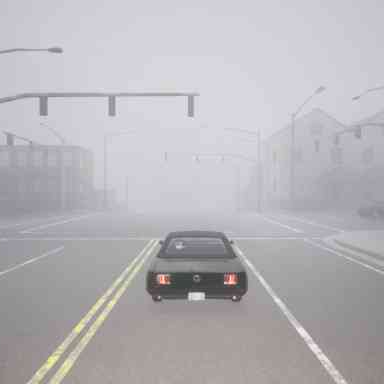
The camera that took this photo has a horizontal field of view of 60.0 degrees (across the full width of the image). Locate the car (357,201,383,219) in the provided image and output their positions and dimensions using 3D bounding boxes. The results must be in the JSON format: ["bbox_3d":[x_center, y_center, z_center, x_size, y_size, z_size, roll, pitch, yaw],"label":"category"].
[{"bbox_3d":[16.674,1.477,28.200,5.008,1.535,1.882,0,0,-1],"label":"car"}]

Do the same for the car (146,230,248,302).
[{"bbox_3d":[0.106,1.601,8.234,1.895,1.301,4.718,0,0,0],"label":"car"}]
